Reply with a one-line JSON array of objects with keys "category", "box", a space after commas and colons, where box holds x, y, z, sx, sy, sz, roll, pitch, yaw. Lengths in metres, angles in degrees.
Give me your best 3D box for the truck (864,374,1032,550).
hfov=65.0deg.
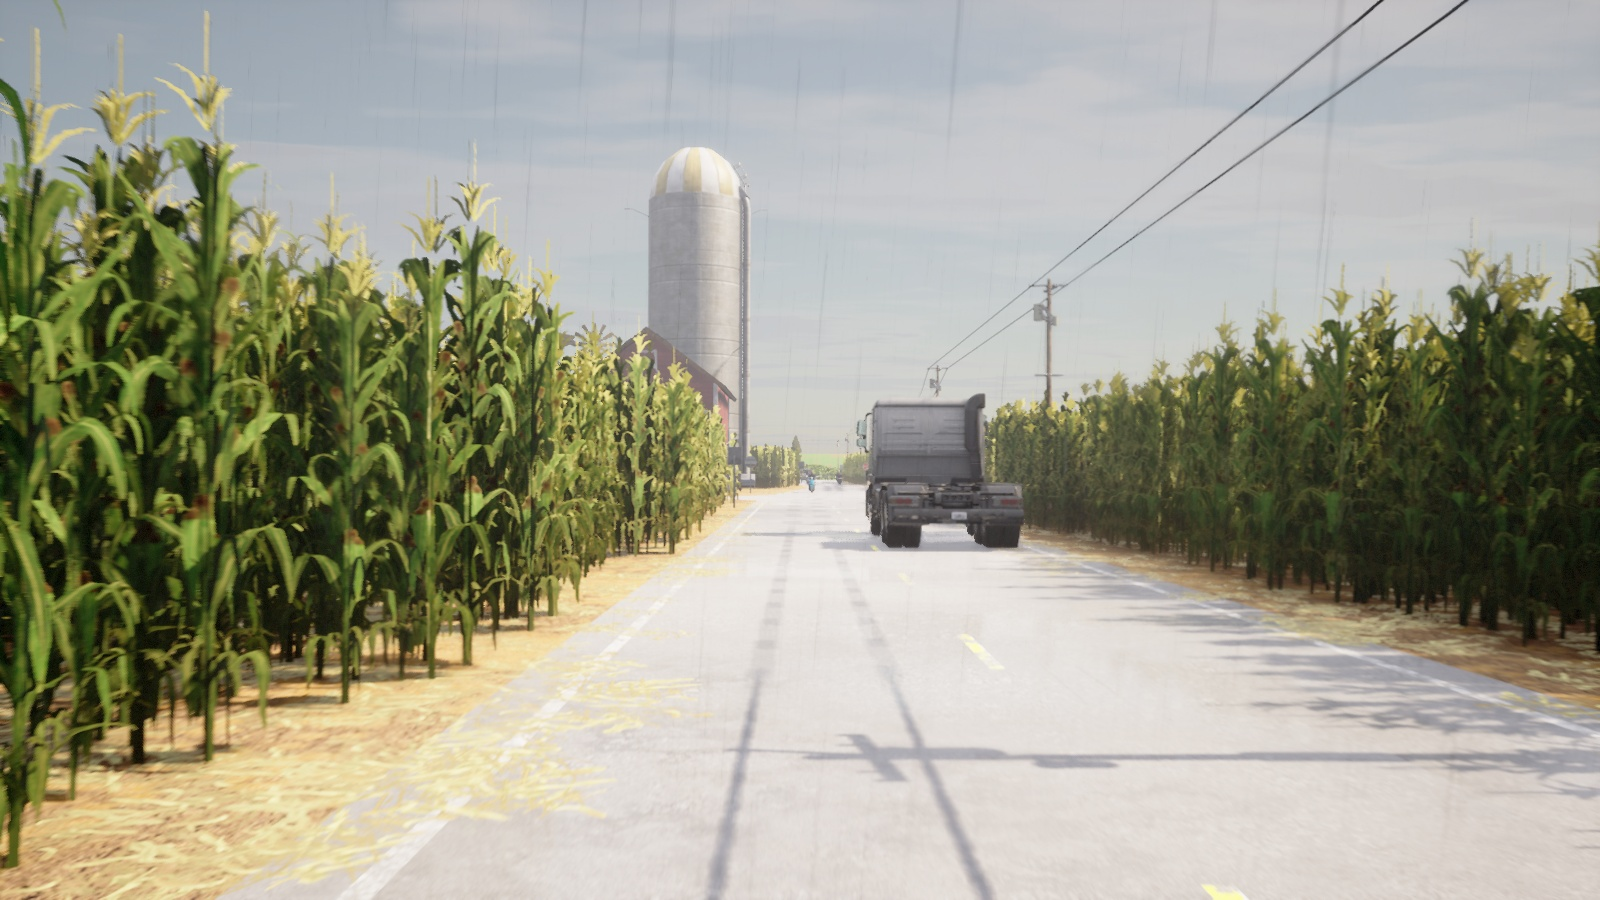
[{"category": "truck", "box": [3.131, 0.303, 28.861, 2.891, 3.462, 7.936, 0, -1, 0]}]
